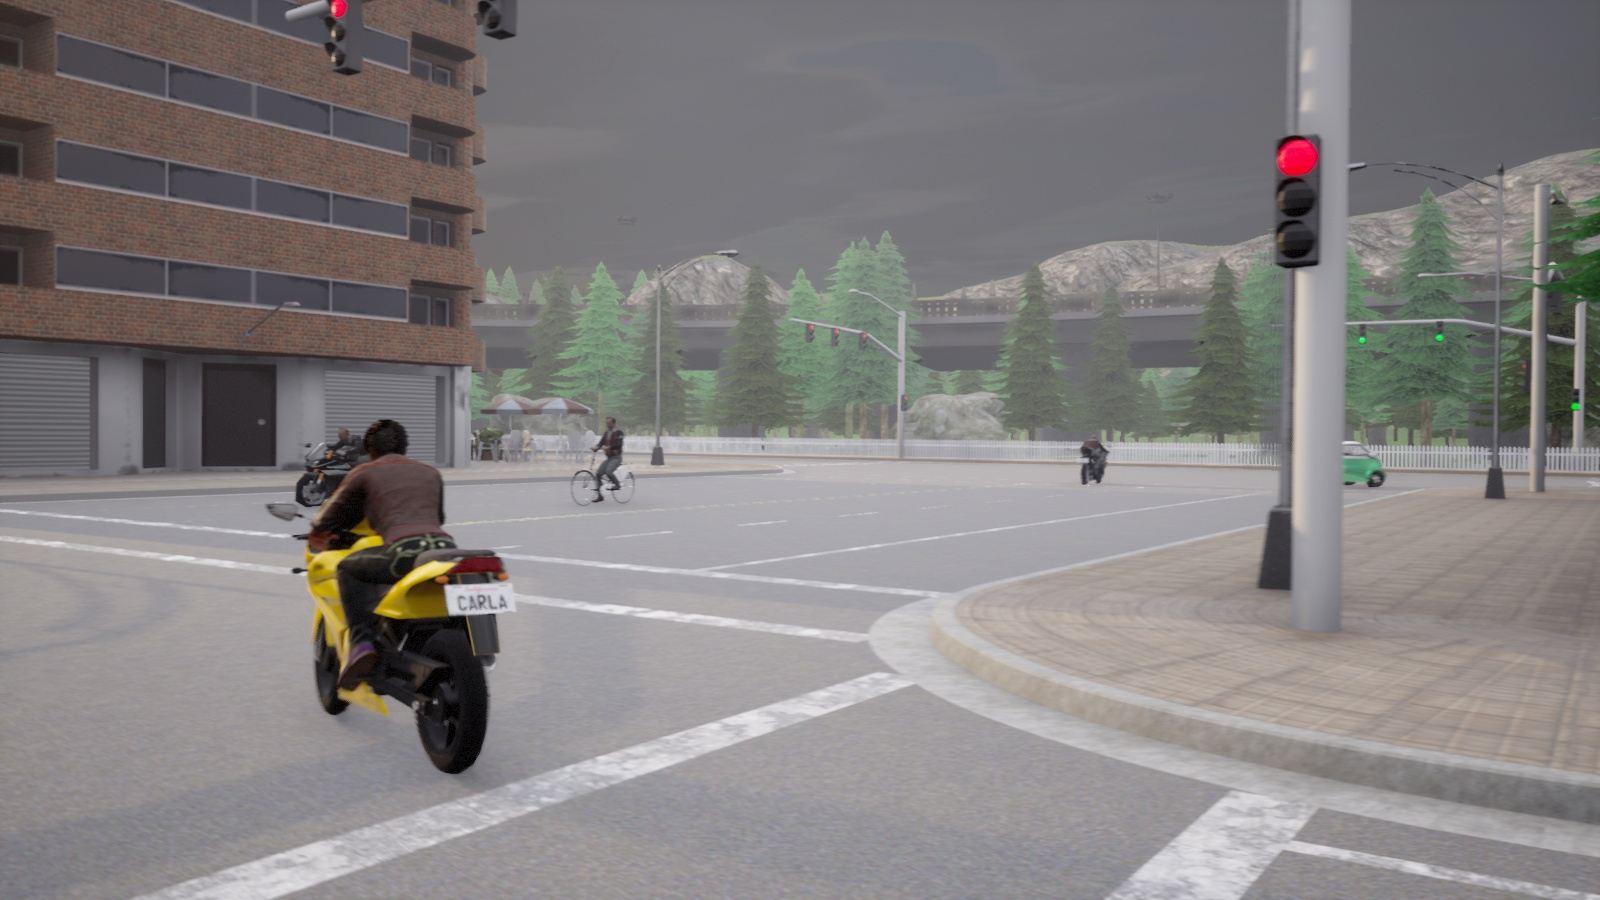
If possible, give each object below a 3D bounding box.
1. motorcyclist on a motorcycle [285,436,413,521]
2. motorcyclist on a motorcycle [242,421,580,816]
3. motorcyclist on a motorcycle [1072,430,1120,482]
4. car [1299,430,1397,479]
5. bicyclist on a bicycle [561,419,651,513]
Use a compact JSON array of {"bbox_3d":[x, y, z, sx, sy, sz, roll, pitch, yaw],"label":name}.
[{"bbox_3d":[-8.580,0.506,23.965,0.866,1.530,2.191,0,1,34],"label":"motorcyclist on a motorcycle"},{"bbox_3d":[-1.897,0.648,5.885,0.797,1.523,2.044,1,0,-39],"label":"motorcyclist on a motorcycle"},{"bbox_3d":[8.952,0.158,37.947,0.866,1.530,2.191,0,1,28],"label":"motorcyclist on a motorcycle"},{"bbox_3d":[16.220,0.120,37.214,2.207,1.376,1.481,-1,0,-11],"label":"car"},{"bbox_3d":[-3.813,0.289,24.783,0.659,1.776,1.843,0,1,34],"label":"bicyclist on a bicycle"}]
